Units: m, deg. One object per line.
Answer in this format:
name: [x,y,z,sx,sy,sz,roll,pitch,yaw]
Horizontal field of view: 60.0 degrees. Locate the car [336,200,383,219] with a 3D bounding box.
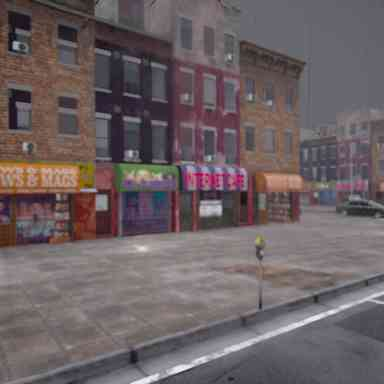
car: [14.555,1.442,27.807,1.837,1.490,4.892,0,1,-36]
